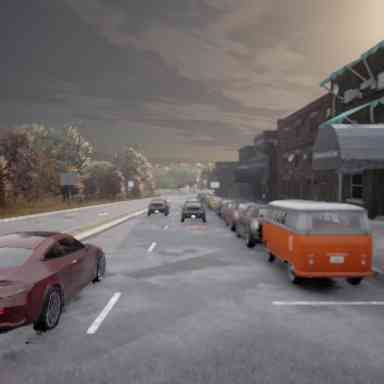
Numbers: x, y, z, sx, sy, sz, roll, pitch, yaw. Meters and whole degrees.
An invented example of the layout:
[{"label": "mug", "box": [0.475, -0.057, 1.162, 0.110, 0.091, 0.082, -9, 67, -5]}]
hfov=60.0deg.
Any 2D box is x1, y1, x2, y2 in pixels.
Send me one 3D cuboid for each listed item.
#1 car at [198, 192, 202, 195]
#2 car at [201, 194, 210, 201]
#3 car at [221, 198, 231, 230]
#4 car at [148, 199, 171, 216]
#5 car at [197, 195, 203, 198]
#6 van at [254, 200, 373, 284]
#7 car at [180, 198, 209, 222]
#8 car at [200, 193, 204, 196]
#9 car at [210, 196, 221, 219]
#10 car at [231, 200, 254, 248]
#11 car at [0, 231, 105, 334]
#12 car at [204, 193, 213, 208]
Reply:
[{"label": "car", "box": [3.222, 1.139, 75.788, 2.435, 2.045, 5.566, 0, 0, 0]}, {"label": "car", "box": [3.218, 1.380, 81.471, 1.946, 1.575, 5.366, 0, 0, 0]}, {"label": "car", "box": [3.230, 1.330, 20.476, 2.185, 1.767, 4.553, 0, 0, 0]}, {"label": "car", "box": [-3.143, 1.466, 32.201, 1.837, 1.490, 4.892, 0, 0, 0]}, {"label": "car", "box": [0.110, 1.475, 43.017, 1.812, 1.442, 4.674, 0, 0, 0]}, {"label": "van", "box": [3.228, 1.243, 9.574, 1.878, 1.987, 4.442, 0, 0, 0]}, {"label": "car", "box": [0.106, 1.475, 26.172, 1.837, 1.490, 4.892, 0, 0, 0]}, {"label": "car", "box": [3.228, 1.404, 64.578, 2.231, 1.521, 4.892, 0, 0, 0]}, {"label": "car", "box": [3.232, 1.444, 31.426, 2.231, 1.521, 4.892, 0, 0, 0]}, {"label": "car", "box": [3.229, 1.336, 14.951, 2.185, 1.767, 4.553, 0, 0, 0]}, {"label": "car", "box": [-3.147, 1.518, 6.701, 1.812, 1.442, 4.674, 0, 0, 0]}, {"label": "car", "box": [3.238, 1.297, 47.978, 2.185, 1.767, 4.553, 0, 0, 0]}]
